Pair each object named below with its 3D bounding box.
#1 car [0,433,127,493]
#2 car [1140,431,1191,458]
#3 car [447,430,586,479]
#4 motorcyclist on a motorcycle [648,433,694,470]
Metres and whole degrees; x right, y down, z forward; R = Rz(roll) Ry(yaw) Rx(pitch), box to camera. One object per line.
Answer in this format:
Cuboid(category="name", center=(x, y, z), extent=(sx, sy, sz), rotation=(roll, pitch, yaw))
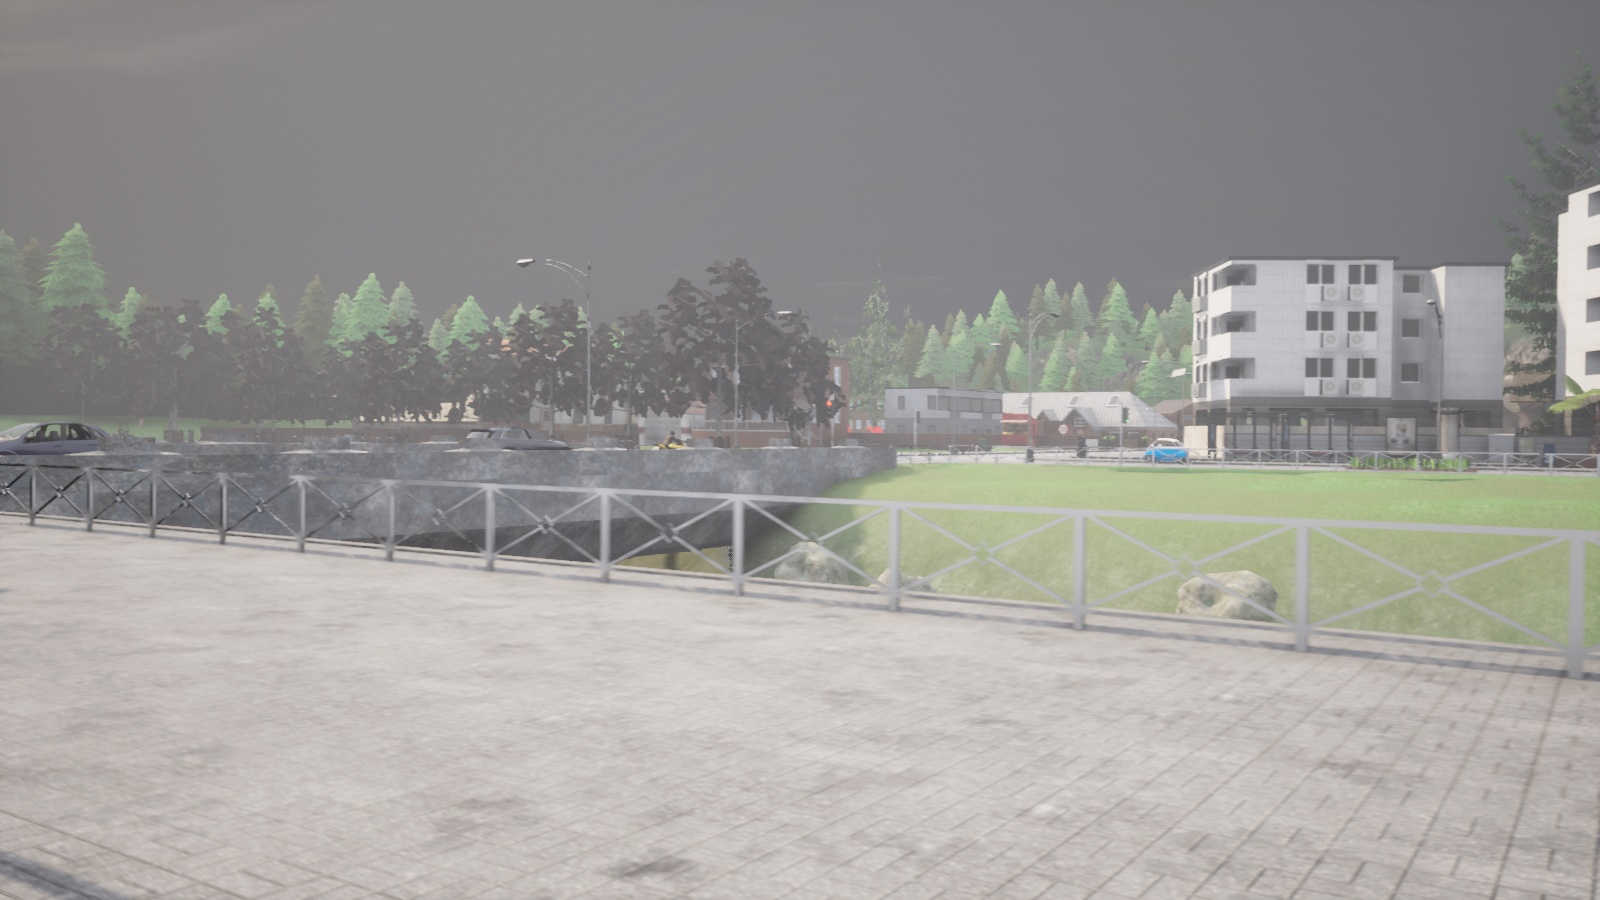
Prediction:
Cuboid(category="car", center=(-21.700, 0.337, 35.838), extent=(1.851, 1.617, 3.988), rotation=(0, 1, 34))
Cuboid(category="car", center=(19.108, -0.283, 65.622), extent=(2.207, 1.376, 1.481), rotation=(0, 1, 34))
Cuboid(category="car", center=(-10.262, 0.129, 45.835), extent=(2.033, 1.649, 4.856), rotation=(0, 1, 34))
Cuboid(category="motorcyclist on a motorcycle", center=(-5.453, 0.039, 53.079), extent=(0.797, 1.523, 2.044), rotation=(0, 1, 34))
